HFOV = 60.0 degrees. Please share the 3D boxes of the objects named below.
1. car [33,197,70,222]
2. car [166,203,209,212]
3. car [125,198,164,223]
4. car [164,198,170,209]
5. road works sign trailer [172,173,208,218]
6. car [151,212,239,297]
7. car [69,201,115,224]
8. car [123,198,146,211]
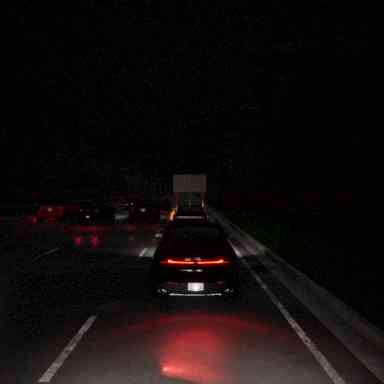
[{"bbox_3d":[-10.586,1.352,26.857,2.097,1.767,4.553,0,0,0],"label":"car"},{"bbox_3d":[-0.045,1.489,18.958,2.128,1.511,4.902,0,0,1],"label":"car"},{"bbox_3d":[-3.574,1.353,25.867,2.097,1.767,4.553,0,0,-2],"label":"car"},{"bbox_3d":[-3.707,1.480,41.938,1.882,1.535,5.008,0,0,0],"label":"car"},{"bbox_3d":[-0.169,0.466,22.828,2.380,3.560,2.880,0,0,-3],"label":"road works sign trailer"},{"bbox_3d":[0.054,1.505,8.572,1.837,1.490,4.892,0,0,0],"label":"car"},{"bbox_3d":[-7.070,1.491,24.915,2.128,1.511,4.902,0,0,0],"label":"car"},{"bbox_3d":[-7.210,1.550,42.152,2.033,1.411,5.357,0,0,-1],"label":"car"}]
